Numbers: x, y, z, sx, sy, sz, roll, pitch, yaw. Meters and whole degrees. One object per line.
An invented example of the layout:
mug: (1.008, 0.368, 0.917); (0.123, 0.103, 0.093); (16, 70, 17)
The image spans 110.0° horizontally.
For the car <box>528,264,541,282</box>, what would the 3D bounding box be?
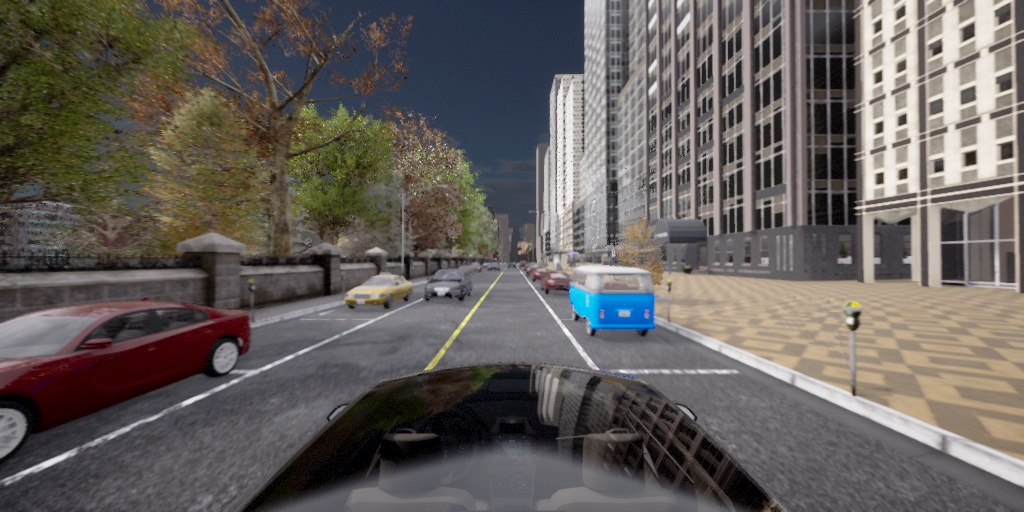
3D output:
car: (2.692, 1.659, 32.954); (1.802, 1.307, 4.207); (0, 0, 0)

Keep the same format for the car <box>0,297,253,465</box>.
car: (-5.691, 1.326, 4.794); (1.888, 1.381, 4.507); (0, 0, 0)

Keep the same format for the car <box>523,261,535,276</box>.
car: (2.692, 1.637, 44.218); (1.967, 1.591, 4.097); (0, 0, 0)

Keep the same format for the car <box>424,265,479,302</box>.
car: (-3.099, 1.411, 18.178); (2.128, 1.511, 4.902); (0, -1, 0)

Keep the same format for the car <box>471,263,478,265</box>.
car: (-5.688, 1.763, 44.218); (1.948, 1.339, 4.313); (0, 0, 0)

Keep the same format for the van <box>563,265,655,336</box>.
van: (2.690, 1.180, 10.427); (1.690, 1.789, 3.998); (0, 0, 0)

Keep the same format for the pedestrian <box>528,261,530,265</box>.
pedestrian: (3.004, 1.729, 64.672); (0.375, 1.860, 0.375); (0, -1, -3)

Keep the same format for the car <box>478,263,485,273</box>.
car: (-5.688, 1.765, 55.480); (1.967, 1.591, 4.097); (0, 0, 0)

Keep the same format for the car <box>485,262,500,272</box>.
car: (-3.044, 1.735, 60.291); (2.097, 1.767, 4.553); (0, -1, 0)

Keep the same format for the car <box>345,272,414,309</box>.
car: (-5.690, 1.423, 15.889); (1.751, 1.417, 4.829); (0, 0, 0)

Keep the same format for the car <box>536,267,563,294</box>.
car: (2.691, 1.539, 21.689); (1.802, 1.307, 4.207); (0, 0, 0)
